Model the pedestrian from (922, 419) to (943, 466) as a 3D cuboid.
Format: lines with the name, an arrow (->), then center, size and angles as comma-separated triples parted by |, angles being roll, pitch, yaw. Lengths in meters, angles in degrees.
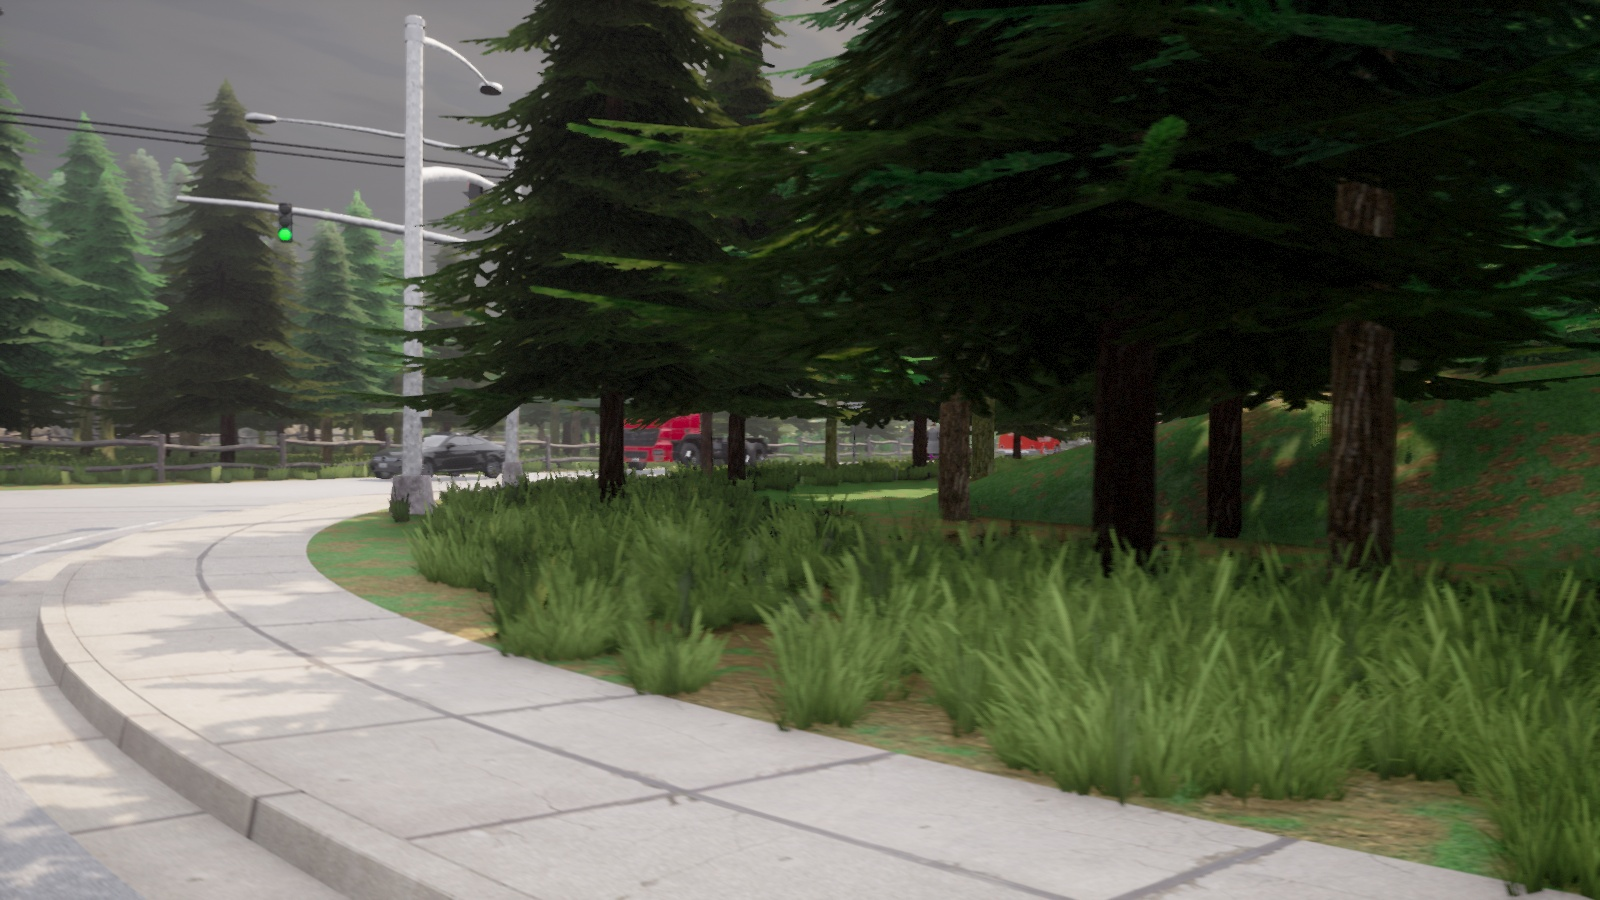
pedestrian -> 5.539, -0.311, 52.502 | 0.659, 1.952, 0.873 | 0, 1, 23

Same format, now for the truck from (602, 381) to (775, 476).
truck -> -4.265, -0.846, 50.256 | 2.891, 3.462, 7.936 | 0, 1, 29

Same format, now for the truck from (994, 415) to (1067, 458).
truck -> 13.794, -0.816, 74.869 | 2.627, 2.467, 5.204 | 0, 1, 31

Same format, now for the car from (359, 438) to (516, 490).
car -> -10.954, 0.368, 38.282 | 1.812, 1.442, 4.674 | 0, 1, 29
